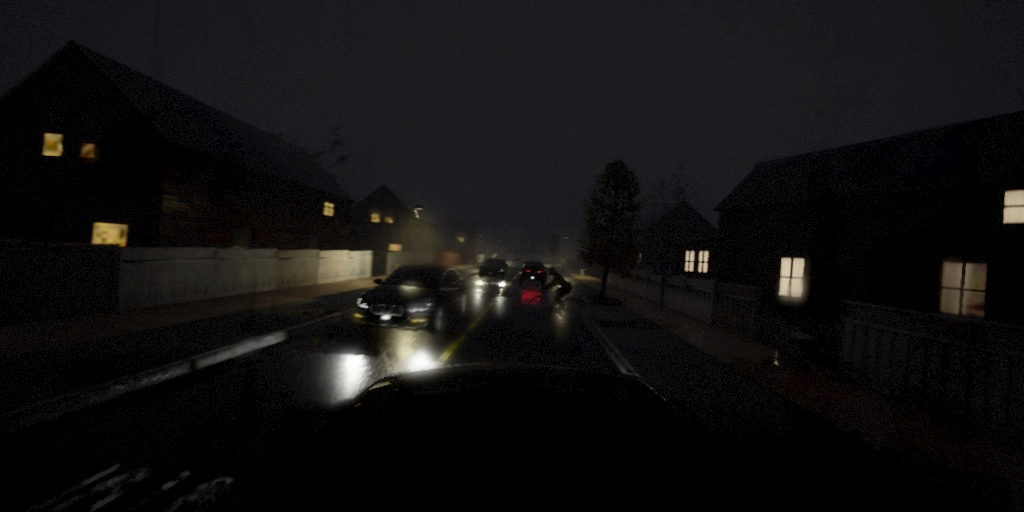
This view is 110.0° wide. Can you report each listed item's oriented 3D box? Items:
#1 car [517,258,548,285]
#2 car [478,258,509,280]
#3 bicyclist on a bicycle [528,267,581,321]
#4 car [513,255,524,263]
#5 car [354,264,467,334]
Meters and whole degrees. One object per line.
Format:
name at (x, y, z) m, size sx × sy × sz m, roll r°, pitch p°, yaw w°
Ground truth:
car at (1.530, 1.156, 25.806) m, size 1.837 × 1.490 × 4.892 m, roll 4°, pitch 1°, yaw 4°
car at (-1.303, 0.916, 27.331) m, size 1.882 × 1.535 × 5.008 m, roll 4°, pitch 1°, yaw 4°
bicyclist on a bicycle at (1.341, 1.166, 11.063) m, size 1.656 × 1.620 × 0.582 m, roll 5°, pitch 0°, yaw 4°
car at (1.210, 0.479, 64.193) m, size 2.033 × 1.411 × 5.357 m, roll 4°, pitch 1°, yaw 4°
car at (-2.455, 1.011, 9.884) m, size 1.837 × 1.490 × 4.892 m, roll 4°, pitch 1°, yaw 4°
